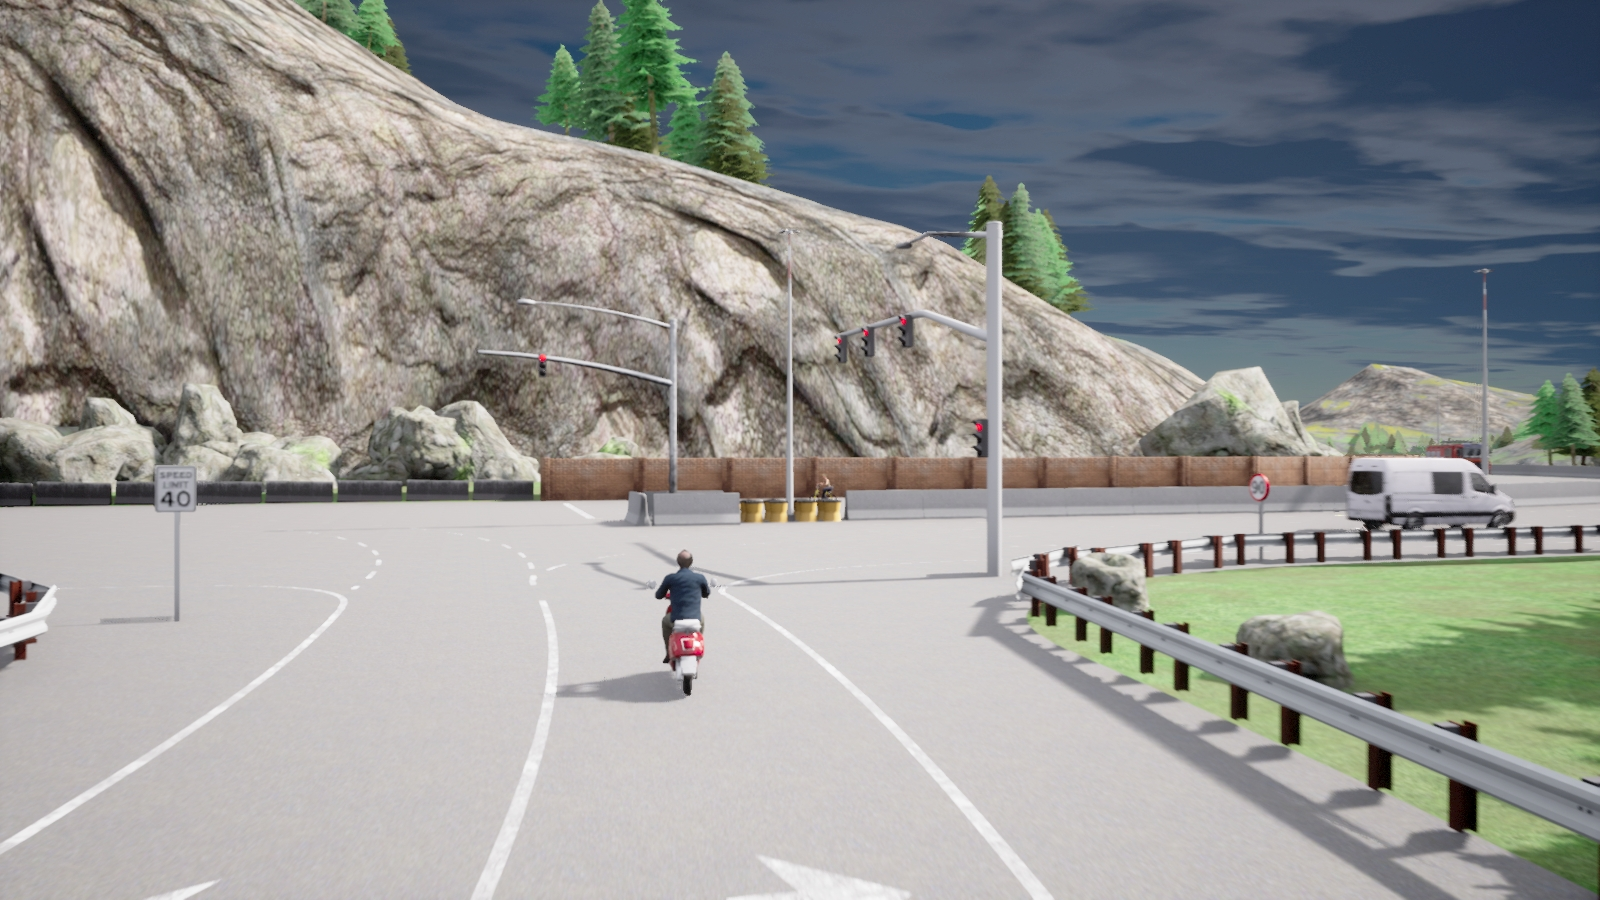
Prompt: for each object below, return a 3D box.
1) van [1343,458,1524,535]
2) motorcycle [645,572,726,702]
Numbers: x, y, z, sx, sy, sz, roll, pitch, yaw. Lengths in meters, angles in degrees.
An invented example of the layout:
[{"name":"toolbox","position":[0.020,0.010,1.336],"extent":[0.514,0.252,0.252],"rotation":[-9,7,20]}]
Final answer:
[{"name":"van","position":[22.200,1.559,40.051],"extent":[5.915,2.561,1.988],"rotation":[0,0,-16]},{"name":"motorcycle","position":[-1.402,2.192,13.752],"extent":[0.856,1.236,1.805],"rotation":[0,0,-9]}]
